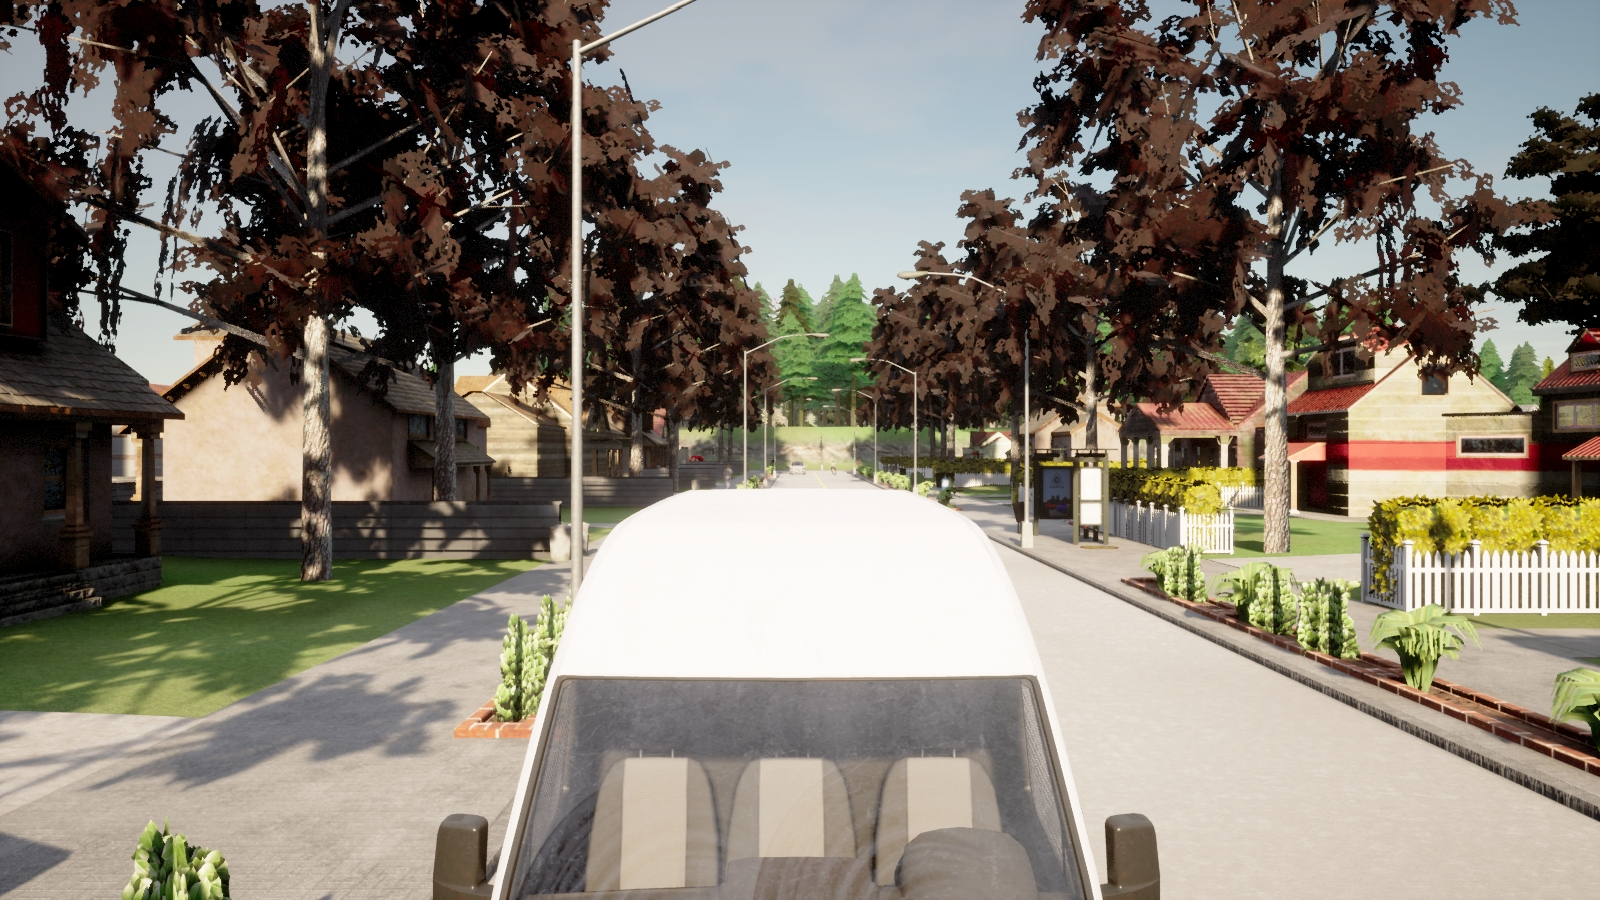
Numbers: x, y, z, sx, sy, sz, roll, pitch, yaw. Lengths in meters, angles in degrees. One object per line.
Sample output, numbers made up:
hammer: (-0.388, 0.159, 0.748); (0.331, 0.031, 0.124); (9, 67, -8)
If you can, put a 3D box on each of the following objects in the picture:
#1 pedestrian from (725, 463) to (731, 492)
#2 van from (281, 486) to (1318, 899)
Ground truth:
pedestrian: (-4.617, 1.743, 73.006); (0.375, 1.860, 0.375); (0, 0, 2)
van: (-0.006, 1.534, 5.149); (1.988, 2.561, 5.915); (0, 0, 0)
